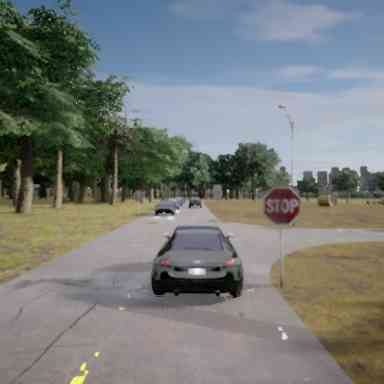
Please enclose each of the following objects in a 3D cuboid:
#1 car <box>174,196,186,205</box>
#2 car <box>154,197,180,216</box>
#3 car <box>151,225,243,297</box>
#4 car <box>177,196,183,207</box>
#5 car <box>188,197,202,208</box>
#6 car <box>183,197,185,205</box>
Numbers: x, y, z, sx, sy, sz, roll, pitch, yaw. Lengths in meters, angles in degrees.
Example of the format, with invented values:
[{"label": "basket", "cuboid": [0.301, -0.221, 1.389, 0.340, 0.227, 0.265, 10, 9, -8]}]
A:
[{"label": "car", "cuboid": [-2.282, 1.583, 63.153, 2.128, 1.511, 4.902, 0, 0, 1]}, {"label": "car", "cuboid": [-2.575, 1.520, 33.042, 2.033, 1.411, 5.357, 0, 0, 0]}, {"label": "car", "cuboid": [0.150, 1.545, 8.622, 1.994, 1.385, 4.181, 0, 0, 1]}, {"label": "car", "cuboid": [-2.512, 1.527, 42.780, 1.812, 1.442, 4.674, 0, 0, 1]}, {"label": "car", "cuboid": [0.476, 1.535, 49.566, 1.837, 1.490, 4.892, 0, 0, 0]}, {"label": "car", "cuboid": [-2.434, 1.568, 52.821, 1.812, 1.442, 4.674, 0, 0, 1]}]
